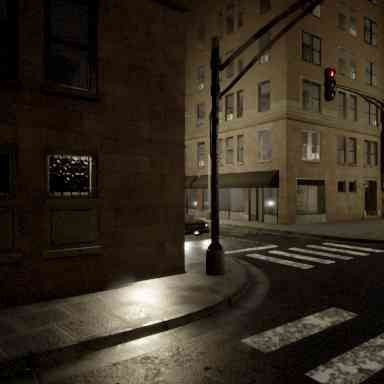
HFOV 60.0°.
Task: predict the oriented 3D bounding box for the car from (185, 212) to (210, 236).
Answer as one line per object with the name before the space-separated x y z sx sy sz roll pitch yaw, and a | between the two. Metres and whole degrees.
car | -1.331 1.515 17.726 2.033 1.411 5.357 0 0 -36
